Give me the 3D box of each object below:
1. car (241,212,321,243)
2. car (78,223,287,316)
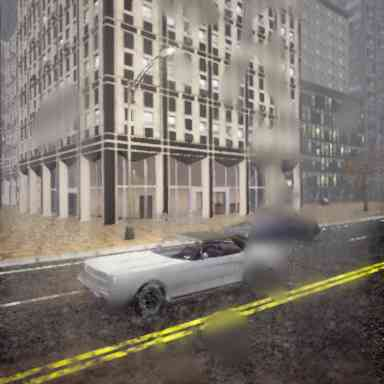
[{"bbox_3d":[3.659,1.607,14.902,5.357,1.411,2.033,0,0,-39],"label":"car"},{"bbox_3d":[-0.097,1.648,7.774,4.718,1.301,1.895,0,0,-38],"label":"car"}]
